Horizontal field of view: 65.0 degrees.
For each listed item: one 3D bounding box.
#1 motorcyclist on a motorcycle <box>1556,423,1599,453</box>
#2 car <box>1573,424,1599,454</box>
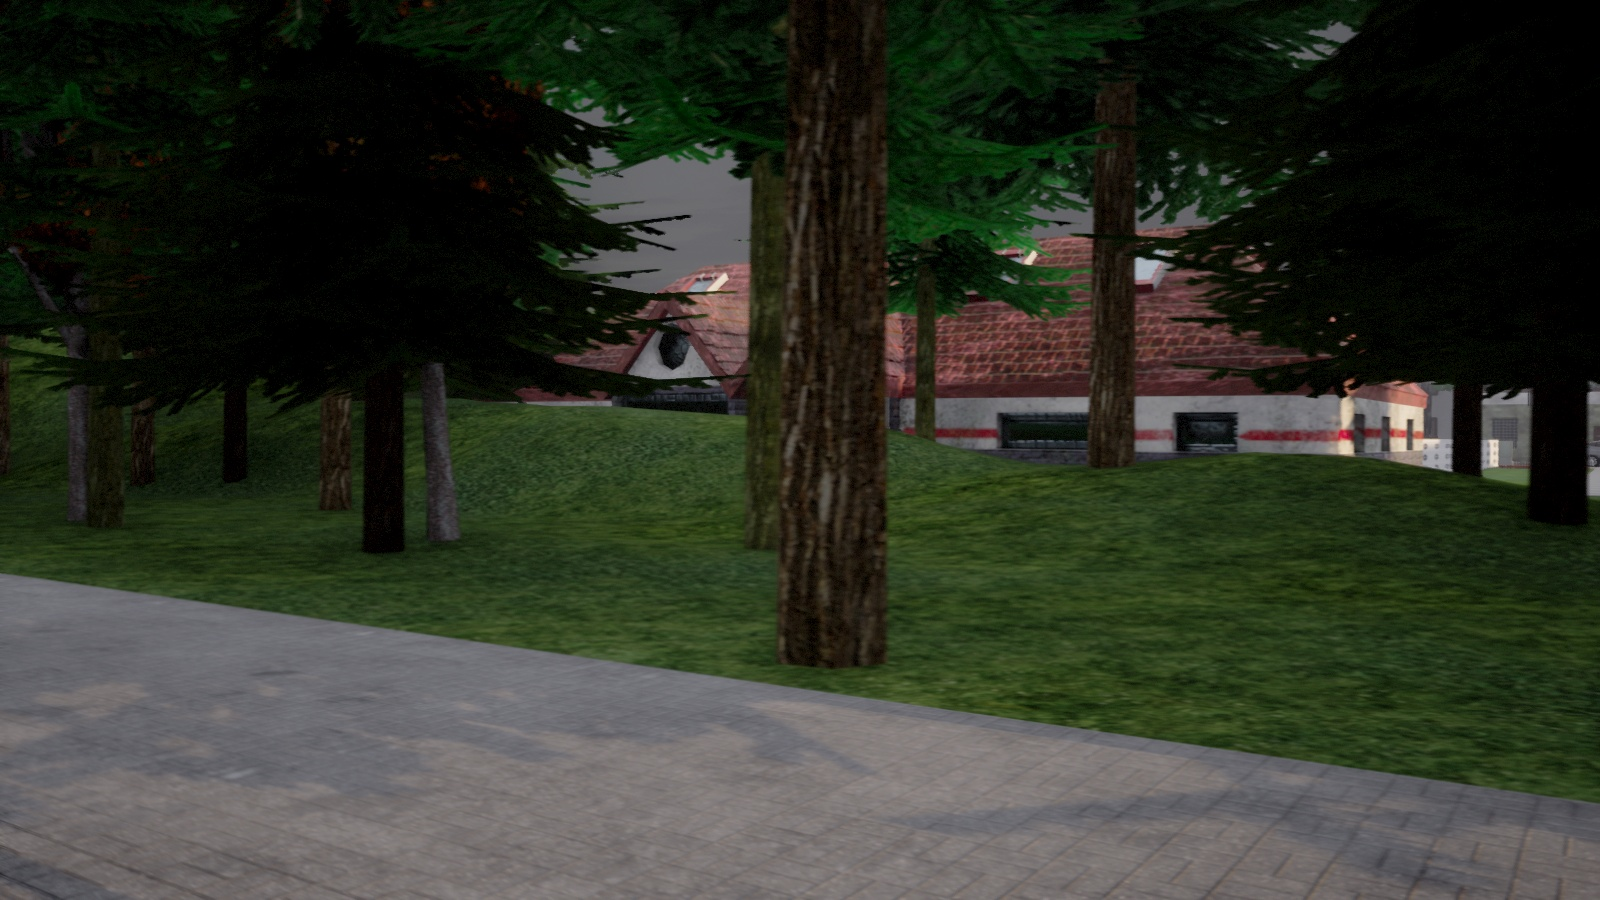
[{"bbox_3d":[43.154,-0.656,69.396,2.350,1.649,0.766,0,1,34],"label":"motorcyclist on a motorcycle"},{"bbox_3d":[42.648,-0.594,64.931,4.514,1.525,2.007,0,1,34],"label":"car"}]
